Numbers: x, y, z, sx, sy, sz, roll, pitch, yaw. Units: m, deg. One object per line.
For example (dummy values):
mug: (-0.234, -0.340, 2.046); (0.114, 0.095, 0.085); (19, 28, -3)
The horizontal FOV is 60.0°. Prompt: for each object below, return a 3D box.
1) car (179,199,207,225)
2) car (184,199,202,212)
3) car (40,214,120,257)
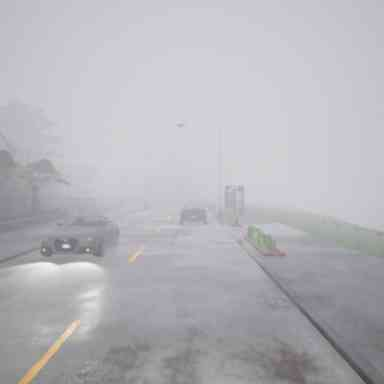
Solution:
car: (0.095, 1.482, 24.409); (1.882, 1.535, 5.008); (0, 0, 0)
car: (0.094, 1.555, 40.133); (2.033, 1.411, 5.357); (0, 0, 0)
car: (-4.082, 1.567, 12.757); (1.994, 1.385, 4.181); (0, 0, 0)
